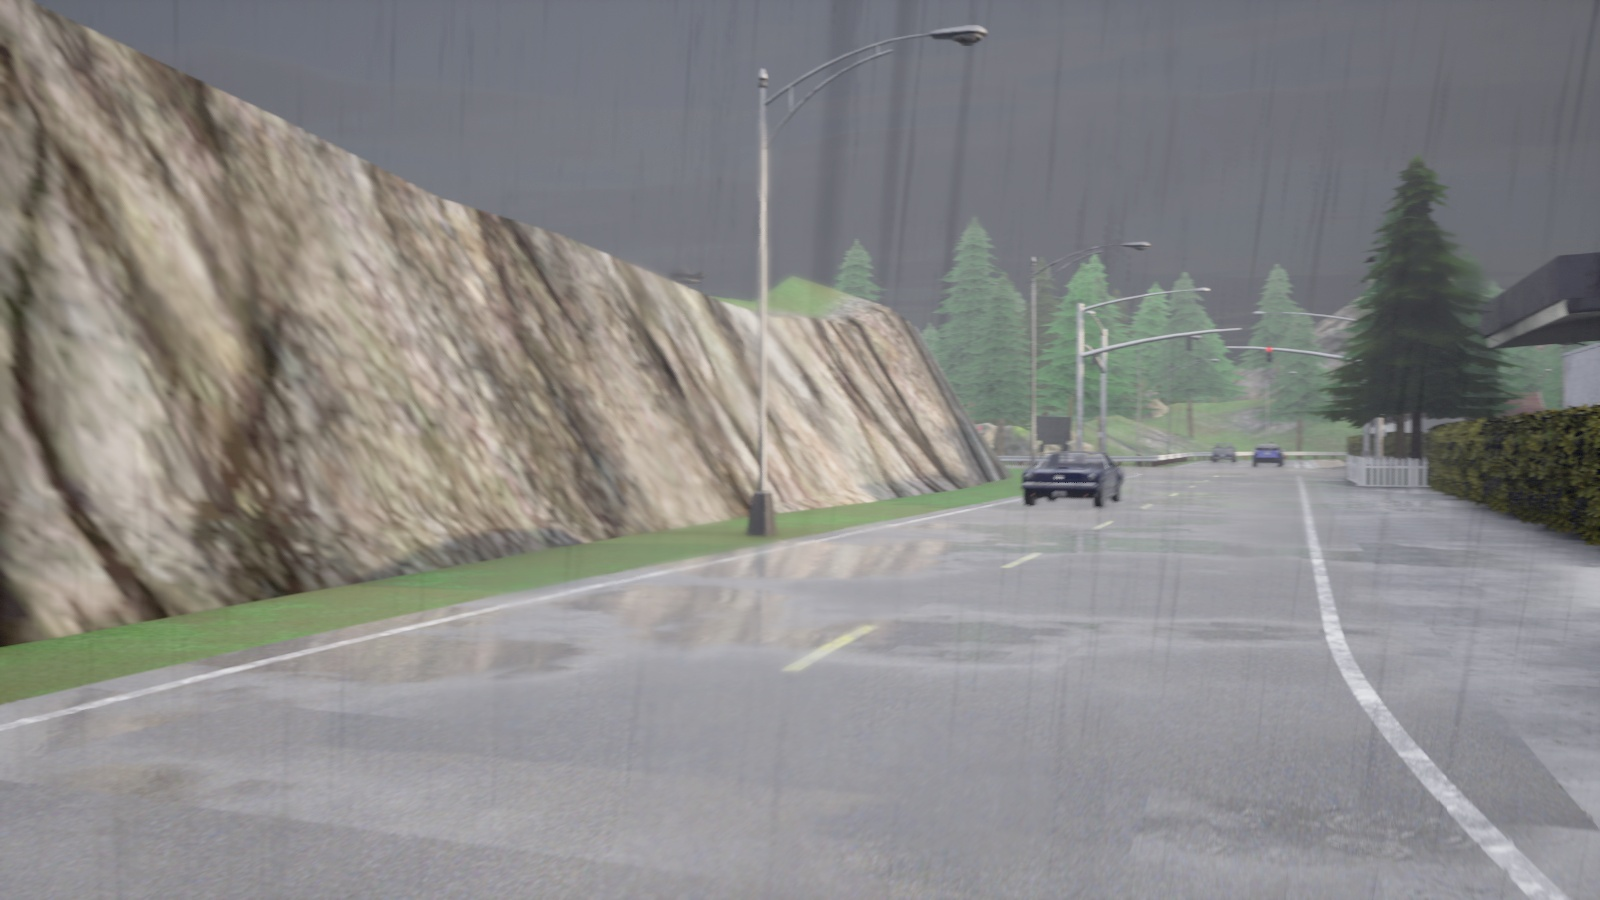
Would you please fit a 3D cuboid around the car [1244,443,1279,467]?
[{"bbox_3d":[29.818,0.307,81.069,2.007,1.525,4.514,0,0,21],"label":"car"}]

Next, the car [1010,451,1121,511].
[{"bbox_3d":[6.544,0.689,30.582,1.895,1.301,4.718,0,0,21],"label":"car"}]
